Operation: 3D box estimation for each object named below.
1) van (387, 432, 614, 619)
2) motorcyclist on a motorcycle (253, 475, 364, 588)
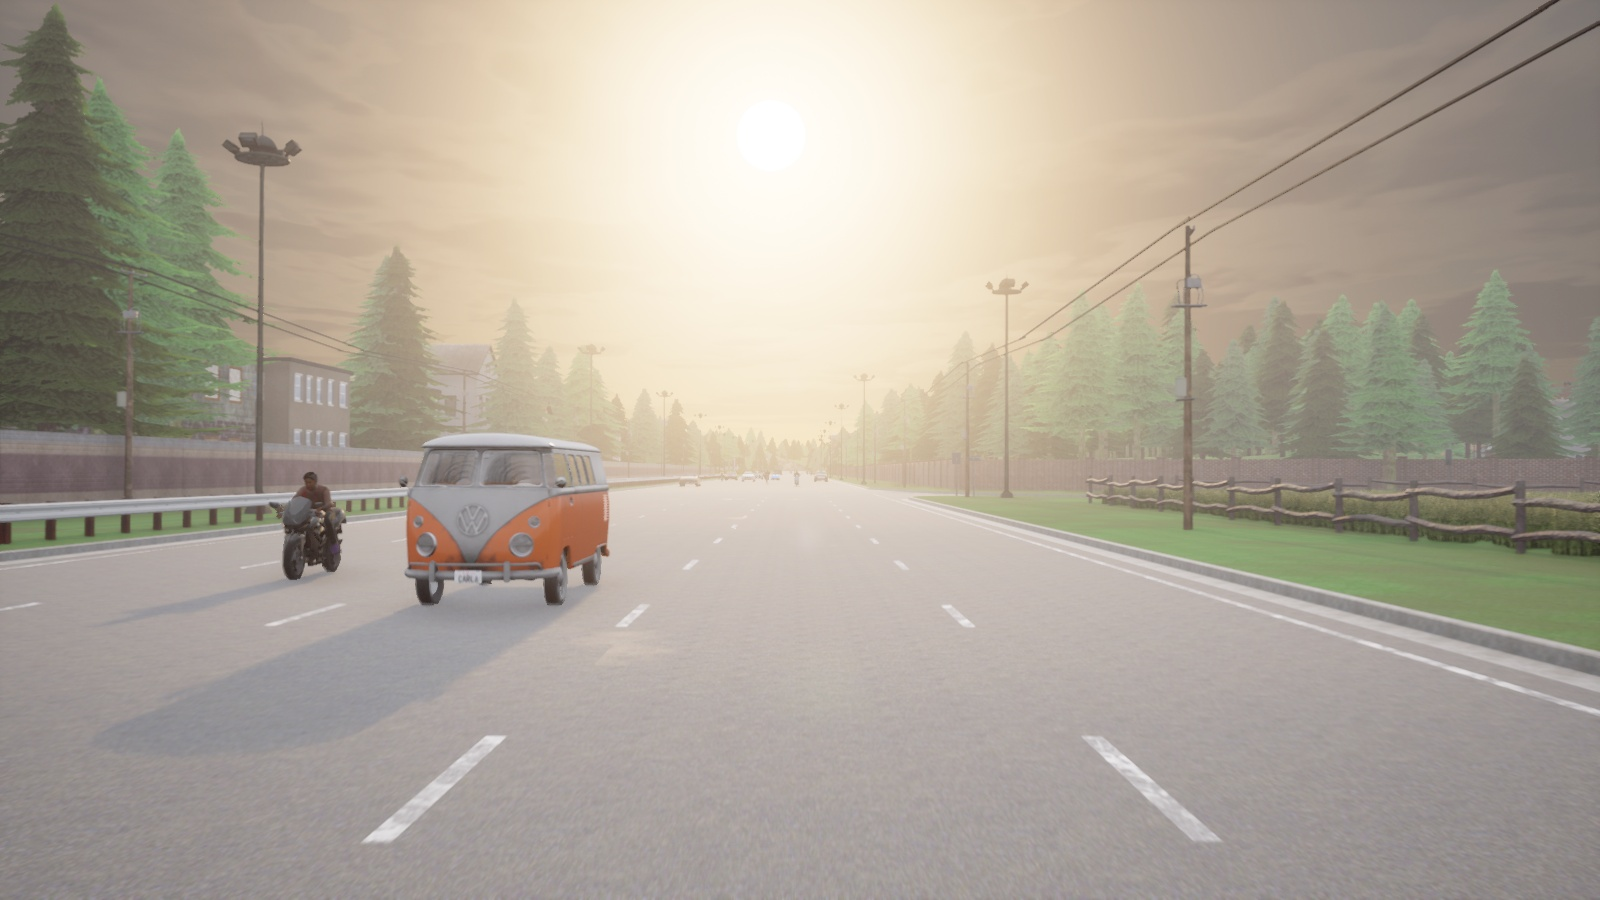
[{"bbox_3d":[-3.539,0.844,15.672,1.775,1.987,4.442,0,-1,0],"label":"van"},{"bbox_3d":[-7.044,1.128,18.118,0.797,1.523,2.044,0,-1,0],"label":"motorcyclist on a motorcycle"}]
